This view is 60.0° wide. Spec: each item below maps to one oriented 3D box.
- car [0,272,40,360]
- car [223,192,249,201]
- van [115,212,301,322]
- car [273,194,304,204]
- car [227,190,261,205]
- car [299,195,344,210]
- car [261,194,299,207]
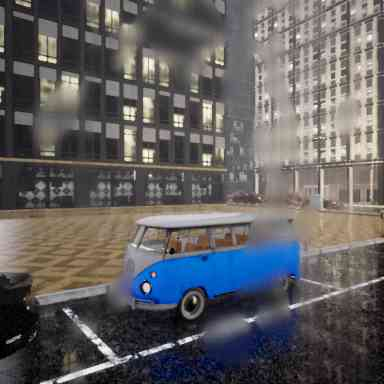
[{"bbox_3d":[-4.087,1.551,3.642,4.403,1.369,2.008,0,0,-36],"label":"car"},{"bbox_3d":[7.740,0.713,58.806,1.752,1.417,4.829,1,0,-36],"label":"car"},{"bbox_3d":[0.508,1.341,6.928,3.998,1.788,1.690,0,0,-36],"label":"van"},{"bbox_3d":[14.344,0.987,49.609,1.802,1.307,4.206,1,0,-36],"label":"car"},{"bbox_3d":[7.582,0.733,44.669,2.192,1.841,5.009,1,0,-36],"label":"car"},{"bbox_3d":[14.083,1.072,35.615,1.967,1.590,4.097,1,0,-36],"label":"car"},{"bbox_3d":[10.827,1.107,40.143,1.802,1.307,4.206,1,0,-36],"label":"car"}]
